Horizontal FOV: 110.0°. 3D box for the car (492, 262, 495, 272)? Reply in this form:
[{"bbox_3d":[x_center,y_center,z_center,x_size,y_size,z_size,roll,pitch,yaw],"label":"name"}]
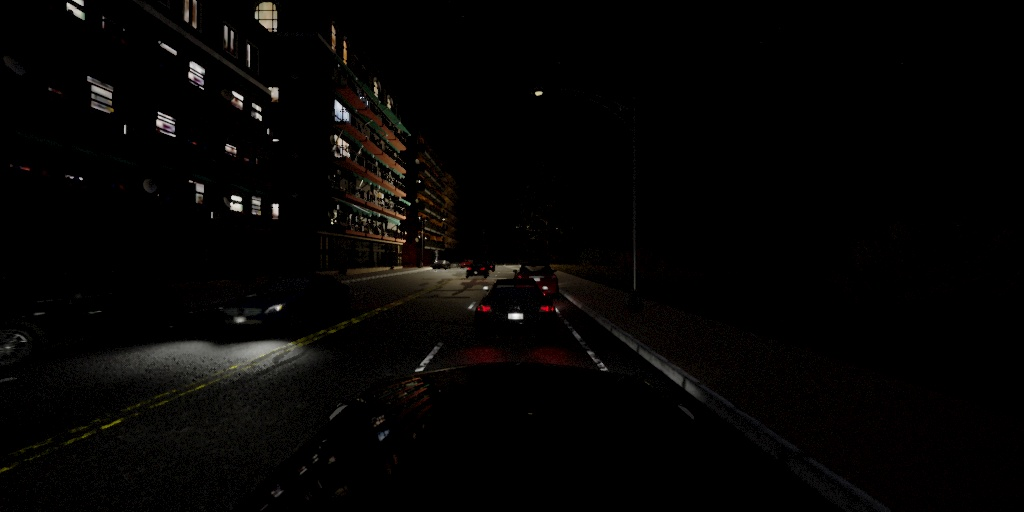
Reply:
[{"bbox_3d":[-3.135,1.352,46.059,1.895,1.301,4.718,0,0,0],"label":"car"}]

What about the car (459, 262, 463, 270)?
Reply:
[{"bbox_3d":[-6.578,1.276,53.312,1.812,1.442,4.674,0,0,0],"label":"car"}]

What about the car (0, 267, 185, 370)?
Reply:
[{"bbox_3d":[-9.849,1.103,7.655,2.097,1.767,4.553,0,0,0],"label":"car"}]

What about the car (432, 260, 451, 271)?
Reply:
[{"bbox_3d":[-9.834,1.298,50.390,2.033,1.411,5.357,0,0,0],"label":"car"}]

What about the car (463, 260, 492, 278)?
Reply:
[{"bbox_3d":[-3.142,1.279,33.353,1.812,1.442,4.674,0,-1,0],"label":"car"}]

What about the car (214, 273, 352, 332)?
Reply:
[{"bbox_3d":[-6.597,1.277,11.020,1.812,1.442,4.674,0,0,0],"label":"car"}]

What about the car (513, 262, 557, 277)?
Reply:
[{"bbox_3d":[1.141,1.103,18.579,2.097,1.767,4.553,0,0,0],"label":"car"}]

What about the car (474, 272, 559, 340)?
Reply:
[{"bbox_3d":[0.096,1.315,9.999,1.994,1.385,4.181,0,0,0],"label":"car"}]
